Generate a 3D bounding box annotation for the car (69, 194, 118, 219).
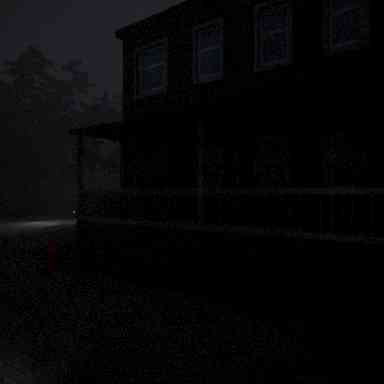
[{"bbox_3d":[-7.697,1.221,28.480,2.150,2.045,5.566,0,0,35],"label":"car"}]
